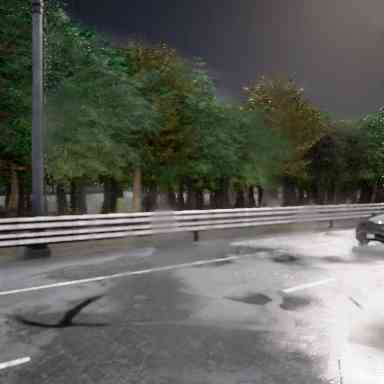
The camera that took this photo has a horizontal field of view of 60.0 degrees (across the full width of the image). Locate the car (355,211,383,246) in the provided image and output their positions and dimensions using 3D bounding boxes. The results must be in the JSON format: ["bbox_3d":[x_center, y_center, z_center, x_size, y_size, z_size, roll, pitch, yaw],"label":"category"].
[{"bbox_3d":[8.654,1.486,13.812,4.674,1.442,1.812,0,0,-33],"label":"car"}]
